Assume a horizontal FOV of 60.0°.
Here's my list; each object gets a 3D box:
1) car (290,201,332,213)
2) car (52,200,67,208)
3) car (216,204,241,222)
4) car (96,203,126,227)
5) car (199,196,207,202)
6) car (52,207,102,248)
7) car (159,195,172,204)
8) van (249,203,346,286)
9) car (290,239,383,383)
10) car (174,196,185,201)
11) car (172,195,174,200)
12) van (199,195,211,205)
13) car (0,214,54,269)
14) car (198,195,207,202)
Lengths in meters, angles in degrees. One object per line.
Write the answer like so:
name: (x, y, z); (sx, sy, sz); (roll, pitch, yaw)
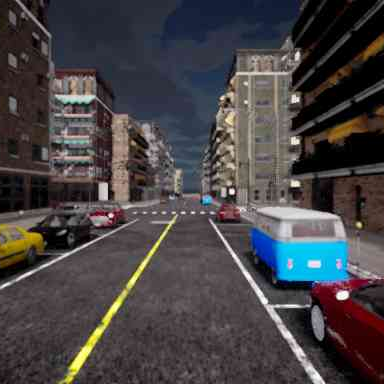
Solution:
car: (14.715, 1.827, 41.246); (4.507, 1.381, 1.887); (1, 0, 0)
car: (-17.739, 1.546, 41.304); (4.206, 1.307, 1.802); (1, 0, 0)
car: (2.789, 1.621, 26.120); (1.802, 1.307, 4.206); (0, 0, 0)
car: (-5.742, 1.472, 22.338); (1.967, 1.590, 4.097); (0, 0, 0)
car: (2.674, 1.764, 80.727); (1.752, 1.417, 4.829); (-1, 0, 0)
car: (-5.697, 1.584, 14.826); (1.947, 1.339, 4.313); (0, 0, 0)
car: (-5.848, 1.768, 69.567); (1.802, 1.307, 4.206); (-1, 0, 0)
van: (2.682, 1.351, 9.139); (1.690, 1.788, 3.998); (0, 0, 0)
car: (2.684, 1.548, 3.478); (1.887, 1.381, 4.507); (0, 0, 0)
car: (-3.008, 1.842, 90.305); (1.994, 1.385, 4.181); (0, 0, 0)
car: (-5.849, 1.777, 75.089); (1.947, 1.339, 4.313); (-1, 0, 0)
van: (2.804, 1.503, 64.022); (1.690, 1.788, 3.998); (-1, 0, 0)
car: (-5.697, 1.535, 8.995); (1.752, 1.417, 4.829); (0, 0, 0)
car: (2.672, 1.708, 86.080); (1.967, 1.590, 4.097); (-1, 0, 0)
